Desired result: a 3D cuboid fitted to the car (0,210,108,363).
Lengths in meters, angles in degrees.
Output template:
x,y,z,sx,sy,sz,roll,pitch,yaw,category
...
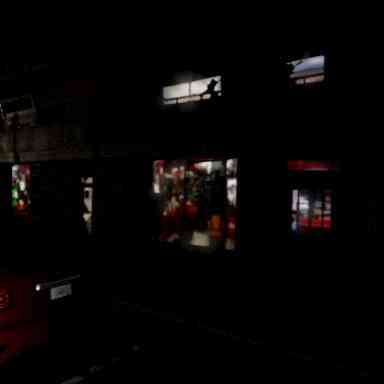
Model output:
x,y,z,sx,sy,sz,roll,pitch,yaw,category
-3.497,1.215,5.298,5.009,1.841,2.192,1,1,35,car
